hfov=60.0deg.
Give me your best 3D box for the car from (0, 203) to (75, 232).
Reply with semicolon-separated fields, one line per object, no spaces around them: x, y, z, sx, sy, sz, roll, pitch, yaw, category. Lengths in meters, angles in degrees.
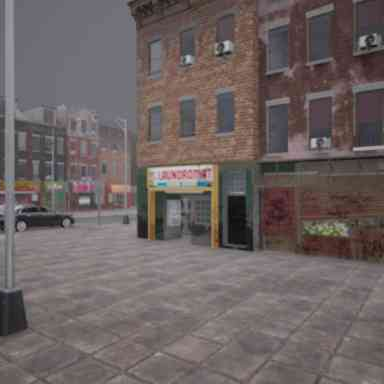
-9.520;1.550;20.363;1.837;1.490;4.892;0;0;35;car
